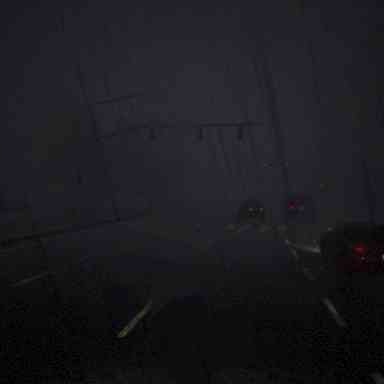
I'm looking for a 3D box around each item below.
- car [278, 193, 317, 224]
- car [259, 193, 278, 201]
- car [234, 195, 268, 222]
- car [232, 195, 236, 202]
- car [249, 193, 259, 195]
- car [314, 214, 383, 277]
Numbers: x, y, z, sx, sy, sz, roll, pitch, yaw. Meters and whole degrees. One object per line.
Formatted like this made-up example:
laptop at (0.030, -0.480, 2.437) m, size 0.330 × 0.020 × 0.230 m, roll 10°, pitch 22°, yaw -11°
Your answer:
car at (8.115, 1.277, 25.612) m, size 2.150 × 2.045 × 5.566 m, roll 1°, pitch 0°, yaw 11°
car at (20.354, 1.564, 88.177) m, size 1.812 × 1.442 × 4.674 m, roll 1°, pitch 0°, yaw 40°
car at (4.820, 1.359, 27.018) m, size 2.097 × 1.767 × 4.553 m, roll 1°, pitch 0°, yaw 11°
car at (10.040, 1.438, 74.417) m, size 1.882 × 1.535 × 5.008 m, roll 1°, pitch 0°, yaw 12°
car at (16.776, 1.225, 89.216) m, size 2.150 × 2.045 × 5.566 m, roll 1°, pitch 0°, yaw 33°
car at (5.249, 1.597, 10.199) m, size 1.994 × 1.385 × 4.181 m, roll 1°, pitch 0°, yaw 11°
